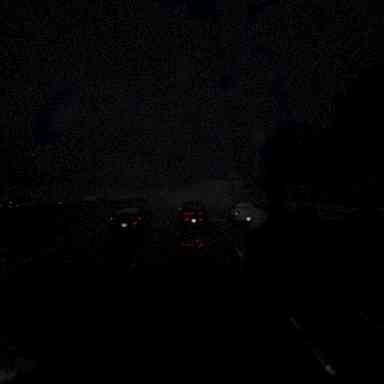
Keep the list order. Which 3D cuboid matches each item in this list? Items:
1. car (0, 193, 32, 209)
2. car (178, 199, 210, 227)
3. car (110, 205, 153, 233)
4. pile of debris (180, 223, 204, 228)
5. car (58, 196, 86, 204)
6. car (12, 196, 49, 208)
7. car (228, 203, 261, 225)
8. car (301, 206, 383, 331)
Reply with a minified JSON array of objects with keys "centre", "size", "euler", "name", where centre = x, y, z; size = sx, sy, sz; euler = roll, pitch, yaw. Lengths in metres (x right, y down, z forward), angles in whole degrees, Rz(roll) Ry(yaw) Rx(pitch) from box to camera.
[{"centre":[-20.795,1.143,39.153],"size":[2.150,2.045,5.566],"euler":[0,0,2],"name":"car"},{"centre":[0.130,1.472,22.600],"size":[1.837,1.490,4.892],"euler":[0,0,0],"name":"car"},{"centre":[-3.391,1.479,19.017],"size":[1.812,1.442,4.674],"euler":[0,0,0],"name":"car"},{"centre":[0.010,2.141,21.401],"size":[1.500,0.140,1.860],"euler":[0,0,0],"name":"pile of debris"},{"centre":[-13.802,1.298,38.564],"size":[2.097,1.767,4.553],"euler":[0,0,1],"name":"car"},{"centre":[-17.351,1.489,36.468],"size":[1.994,1.385,4.181],"euler":[0,0,1],"name":"car"},{"centre":[3.646,1.505,23.596],"size":[1.812,1.442,4.674],"euler":[0,0,1],"name":"car"},{"centre":[3.604,1.222,5.370],"size":[2.150,2.045,5.566],"euler":[0,0,0],"name":"car"}]
